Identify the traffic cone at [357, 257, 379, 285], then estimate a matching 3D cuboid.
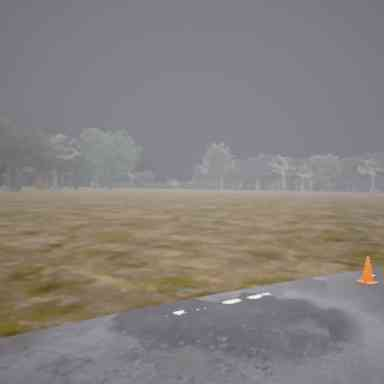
[{"bbox_3d":[4.155,1.835,7.858,0.340,0.580,0.340,0,1,-26],"label":"traffic cone"}]
